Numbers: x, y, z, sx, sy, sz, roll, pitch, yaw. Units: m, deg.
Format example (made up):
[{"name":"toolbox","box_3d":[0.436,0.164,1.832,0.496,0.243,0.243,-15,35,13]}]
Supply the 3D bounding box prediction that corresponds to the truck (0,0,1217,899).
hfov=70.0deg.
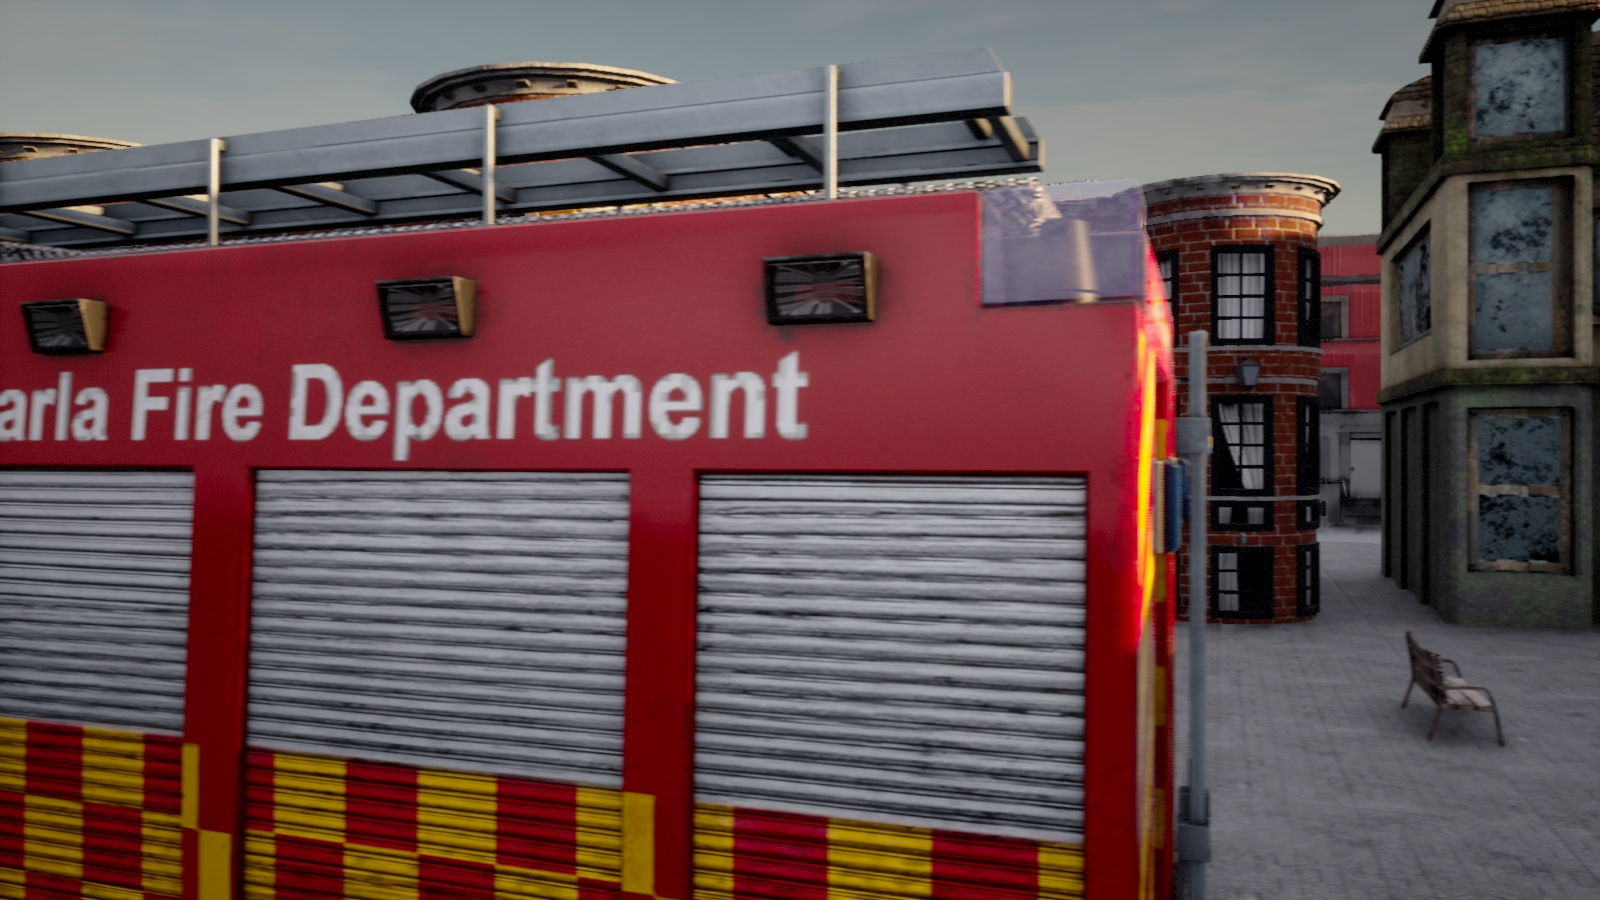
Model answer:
[{"name":"truck","box_3d":[-2.741,0.671,4.879,8.468,3.827,2.891,0,0,20]}]
